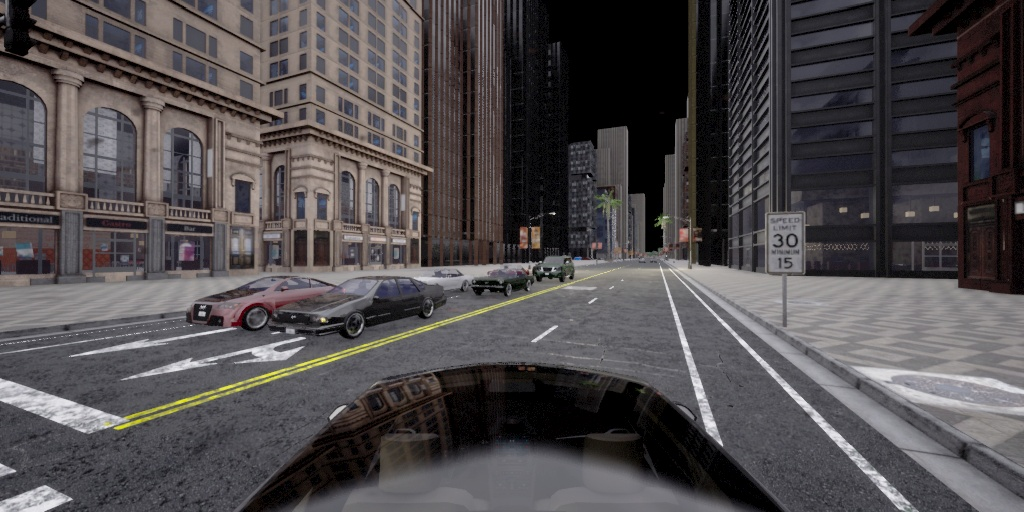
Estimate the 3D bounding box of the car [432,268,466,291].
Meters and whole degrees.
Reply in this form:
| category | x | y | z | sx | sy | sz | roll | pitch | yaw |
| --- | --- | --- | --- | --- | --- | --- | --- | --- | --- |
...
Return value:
| category | x | y | z | sx | sy | sz | roll | pitch | yaw |
| --- | --- | --- | --- | --- | --- | --- | --- | --- | --- |
| car | -3.967 | 1.356 | 19.227 | 1.895 | 1.301 | 4.718 | 0 | 0 | 22 |

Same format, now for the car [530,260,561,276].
| category | x | y | z | sx | sy | sz | roll | pitch | yaw |
| --- | --- | --- | --- | --- | --- | --- | --- | --- | --- |
| car | 3.645 | 1.249 | 37.903 | 1.882 | 1.535 | 5.008 | 0 | 0 | 23 |

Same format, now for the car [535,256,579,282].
| category | x | y | z | sx | sy | sz | roll | pitch | yaw |
| --- | --- | --- | --- | --- | --- | --- | --- | --- | --- |
| car | 3.637 | 0.986 | 29.324 | 2.150 | 2.045 | 5.566 | 0 | 0 | 22 |

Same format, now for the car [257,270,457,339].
| category | x | y | z | sx | sy | sz | roll | pitch | yaw |
| --- | --- | --- | --- | --- | --- | --- | --- | --- | --- |
| car | -3.986 | 1.299 | 10.525 | 2.033 | 1.411 | 5.357 | 0 | 0 | 22 |

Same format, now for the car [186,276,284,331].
| category | x | y | z | sx | sy | sz | roll | pitch | yaw |
| --- | --- | --- | --- | --- | --- | --- | --- | --- | --- |
| car | -7.254 | 1.315 | 11.106 | 1.994 | 1.385 | 4.181 | 0 | 0 | 22 |

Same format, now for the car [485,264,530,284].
| category | x | y | z | sx | sy | sz | roll | pitch | yaw |
| --- | --- | --- | --- | --- | --- | --- | --- | --- | --- |
| car | -0.224 | 1.363 | 28.459 | 1.895 | 1.301 | 4.718 | 0 | 0 | 22 |

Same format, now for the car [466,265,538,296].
| category | x | y | z | sx | sy | sz | roll | pitch | yaw |
| --- | --- | --- | --- | --- | --- | --- | --- | --- | --- |
| car | -0.384 | 1.357 | 19.412 | 1.895 | 1.301 | 4.718 | 0 | 0 | 22 |
